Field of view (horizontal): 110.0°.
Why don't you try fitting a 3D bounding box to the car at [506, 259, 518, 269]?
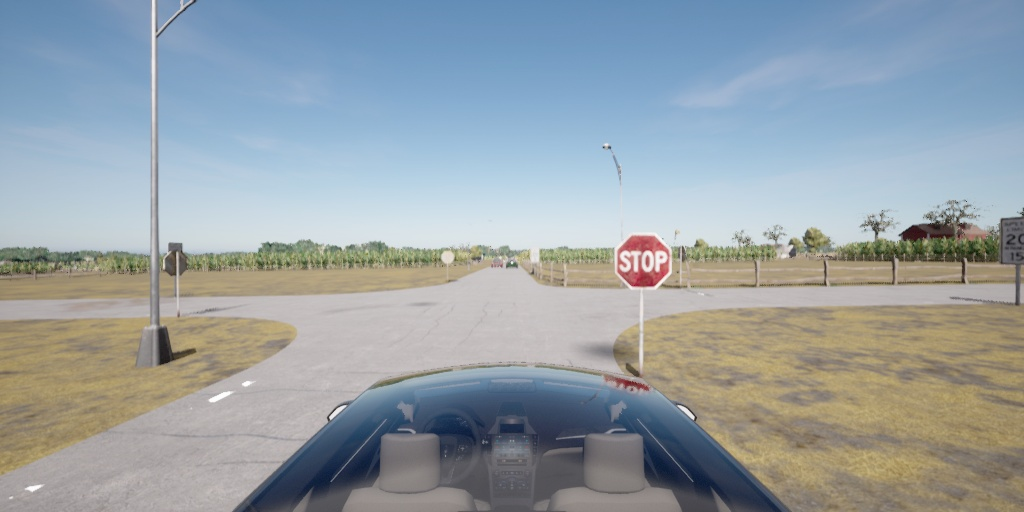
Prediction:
[{"bbox_3d":[0.003,1.246,61.897,2.097,1.767,4.553,0,0,0],"label":"car"}]
